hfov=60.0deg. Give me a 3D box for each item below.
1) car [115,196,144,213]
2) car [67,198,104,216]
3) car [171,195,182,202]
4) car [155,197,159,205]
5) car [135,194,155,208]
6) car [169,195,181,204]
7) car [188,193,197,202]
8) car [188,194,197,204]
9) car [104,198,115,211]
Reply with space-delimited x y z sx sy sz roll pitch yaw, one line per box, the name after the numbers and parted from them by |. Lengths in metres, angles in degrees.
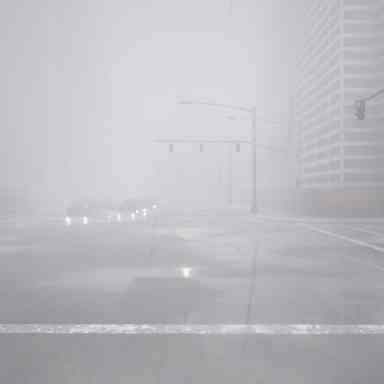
-7.054 1.505 37.887 1.837 1.490 4.892 0 0 0 | car
-10.598 1.352 32.771 2.097 1.767 4.553 0 0 1 | car
-3.411 1.354 74.432 2.128 1.511 4.902 0 0 0 | car
-7.009 1.601 58.562 1.895 1.301 4.718 0 0 0 | car
-7.039 1.491 48.238 2.128 1.511 4.902 0 0 0 | car
-3.423 1.491 64.148 2.128 1.511 4.902 0 0 0 | car
0.089 1.184 74.398 2.097 1.767 4.553 0 0 0 | car
0.077 1.547 64.144 2.033 1.411 5.357 0 0 0 | car
-10.547 1.478 41.903 1.882 1.535 5.008 0 0 0 | car
